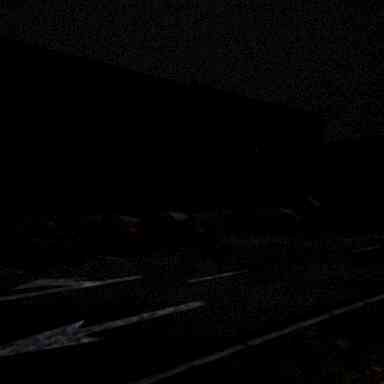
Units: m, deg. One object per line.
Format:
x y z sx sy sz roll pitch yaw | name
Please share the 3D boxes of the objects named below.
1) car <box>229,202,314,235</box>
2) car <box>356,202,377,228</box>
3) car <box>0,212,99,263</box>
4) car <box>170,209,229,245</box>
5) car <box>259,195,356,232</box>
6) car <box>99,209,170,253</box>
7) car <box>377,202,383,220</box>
4.049 1.510 18.691 4.674 1.452 2.002 -1 -1 36 | car
9.096 1.469 22.023 5.008 1.535 2.097 -1 -1 37 | car
-5.931 1.474 11.883 4.892 1.521 2.231 -1 -1 35 | car
-0.959 1.511 15.318 4.674 1.452 2.002 -1 -1 35 | car
6.593 1.217 20.354 5.566 2.045 2.435 -1 -1 36 | car
-3.447 1.512 13.598 4.674 1.452 2.002 -1 -1 35 | car
14.187 1.467 25.269 5.008 1.535 2.097 -1 -1 37 | car
